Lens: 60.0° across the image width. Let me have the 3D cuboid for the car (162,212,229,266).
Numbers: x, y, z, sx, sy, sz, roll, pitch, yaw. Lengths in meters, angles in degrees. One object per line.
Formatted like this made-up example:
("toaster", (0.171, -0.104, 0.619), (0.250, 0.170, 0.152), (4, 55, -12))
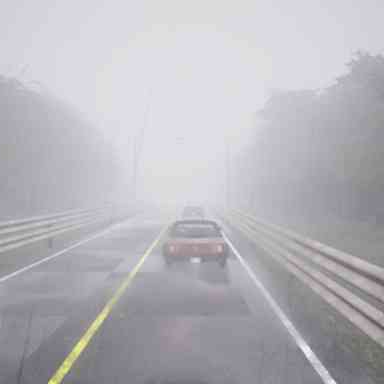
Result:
("car", (0.106, 1.601, 11.457), (1.895, 1.301, 4.718), (0, 0, 0))

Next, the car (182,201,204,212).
("car", (0.118, 1.556, 29.231), (1.812, 1.442, 4.674), (0, 0, 0))
